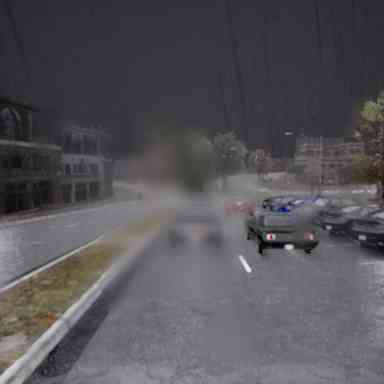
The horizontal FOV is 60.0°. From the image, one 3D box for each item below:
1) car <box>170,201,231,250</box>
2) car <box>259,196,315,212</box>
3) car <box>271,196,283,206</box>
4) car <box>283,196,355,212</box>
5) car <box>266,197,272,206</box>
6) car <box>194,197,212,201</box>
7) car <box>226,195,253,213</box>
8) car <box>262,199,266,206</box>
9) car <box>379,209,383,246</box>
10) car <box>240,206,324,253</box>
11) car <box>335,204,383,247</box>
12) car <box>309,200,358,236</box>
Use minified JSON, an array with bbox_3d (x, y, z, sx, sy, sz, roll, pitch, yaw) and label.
[{"bbox_3d":[0.208,1.318,13.414,2.128,1.511,4.902,0,1,2],"label":"car"},{"bbox_3d":[9.328,1.180,32.834,4.792,1.488,2.163,1,0,-15],"label":"car"},{"bbox_3d":[8.639,1.219,23.986,5.008,1.535,2.097,1,0,-16],"label":"car"},{"bbox_3d":[8.515,1.120,21.044,4.553,1.767,2.185,1,1,-17],"label":"car"},{"bbox_3d":[8.837,1.235,26.930,4.674,1.452,2.002,1,1,-16],"label":"car"},{"bbox_3d":[0.956,1.157,28.495,2.128,1.511,4.902,0,1,5],"label":"car"},{"bbox_3d":[3.942,1.035,28.170,2.097,1.767,4.553,0,0,5],"label":"car"},{"bbox_3d":[9.046,1.172,29.881,4.892,1.521,2.231,1,0,-15],"label":"car"},{"bbox_3d":[8.097,1.364,9.226,4.892,1.521,2.231,1,0,-19],"label":"car"},{"bbox_3d":[3.184,1.439,12.816,1.895,1.301,4.718,0,1,2],"label":"car"},{"bbox_3d":[8.152,1.332,12.184,4.892,1.521,2.231,1,0,-18],"label":"car"},{"bbox_3d":[8.232,1.302,15.139,4.892,1.521,2.231,1,0,-18],"label":"car"}]
